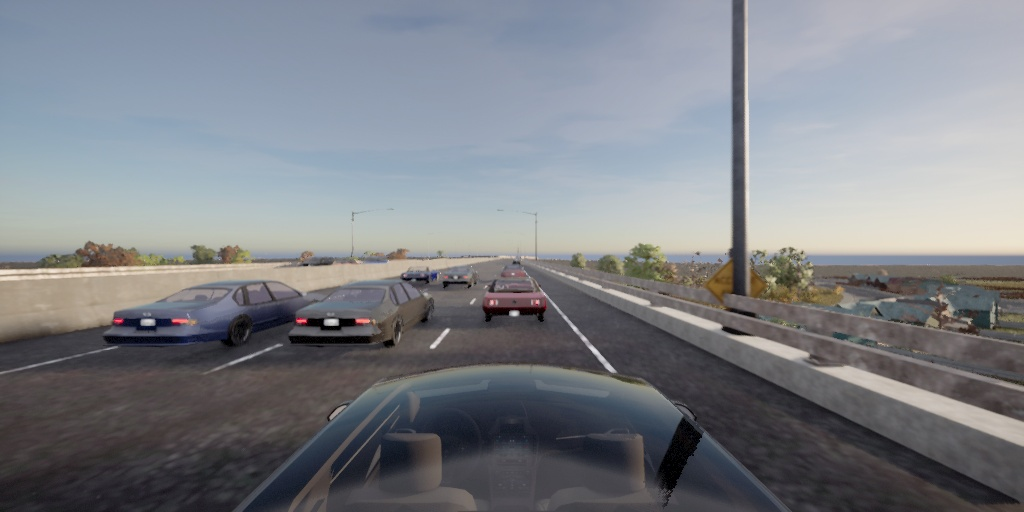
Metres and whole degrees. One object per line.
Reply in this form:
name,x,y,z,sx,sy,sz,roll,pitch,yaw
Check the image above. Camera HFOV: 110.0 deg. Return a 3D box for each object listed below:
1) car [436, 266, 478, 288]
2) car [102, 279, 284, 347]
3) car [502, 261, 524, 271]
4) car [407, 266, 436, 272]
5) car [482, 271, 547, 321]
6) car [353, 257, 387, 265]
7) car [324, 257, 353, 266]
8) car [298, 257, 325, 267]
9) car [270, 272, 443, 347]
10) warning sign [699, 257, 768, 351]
car,-3.435,1.360,24.380,2.033,1.411,5.357,0,0,0
car,-6.935,1.319,9.356,2.033,1.411,5.357,0,0,0
car,0.086,1.392,30.051,1.994,1.385,4.181,0,0,0
car,-6.919,1.423,27.637,1.895,1.301,4.718,0,0,0
car,0.082,1.381,12.577,1.895,1.301,4.718,0,0,0
car,-17.582,1.096,45.524,2.150,2.045,5.566,0,-1,0
car,-21.080,1.222,45.102,2.097,1.767,4.553,0,0,0
car,-24.574,1.096,45.407,2.150,2.045,5.566,0,-1,0
car,-3.435,1.319,9.359,2.033,1.411,5.357,0,0,0
warning sign,4.550,0.881,7.337,1.300,1.860,1.060,0,0,0
